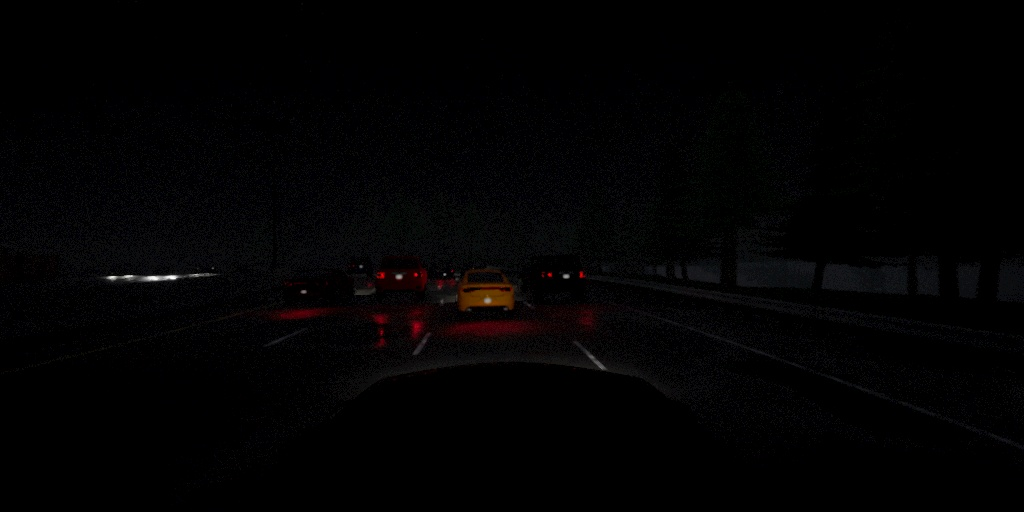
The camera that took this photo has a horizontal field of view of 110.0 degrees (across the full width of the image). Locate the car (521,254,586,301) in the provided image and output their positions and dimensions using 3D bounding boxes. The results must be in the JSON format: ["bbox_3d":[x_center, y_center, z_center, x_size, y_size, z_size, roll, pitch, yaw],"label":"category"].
[{"bbox_3d":[1.796,0.951,17.633,2.150,2.045,5.566,0,0,-10],"label":"car"}]

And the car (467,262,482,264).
[{"bbox_3d":[-3.723,1.280,35.565,1.812,1.442,4.674,0,0,-23],"label":"car"}]

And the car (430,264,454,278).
[{"bbox_3d":[-6.873,1.376,34.177,1.895,1.301,4.718,0,0,-23],"label":"car"}]

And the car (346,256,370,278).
[{"bbox_3d":[-14.563,1.044,34.324,2.150,2.045,5.566,0,0,-25],"label":"car"}]

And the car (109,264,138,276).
[{"bbox_3d":[-44.487,1.568,41.136,1.994,1.385,4.181,0,0,-43],"label":"car"}]

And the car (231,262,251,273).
[{"bbox_3d":[-35.452,1.492,46.866,2.033,1.411,5.357,0,0,-41],"label":"car"}]

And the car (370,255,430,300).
[{"bbox_3d":[-5.426,0.996,18.064,2.150,2.045,5.566,0,0,-12],"label":"car"}]

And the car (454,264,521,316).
[{"bbox_3d":[-1.106,1.228,13.534,1.882,1.535,5.008,0,0,-8],"label":"car"}]

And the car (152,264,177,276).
[{"bbox_3d":[-39.933,1.577,41.321,1.895,1.301,4.718,0,0,-41],"label":"car"}]

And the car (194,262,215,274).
[{"bbox_3d":[-39.046,1.494,45.565,1.812,1.442,4.674,0,0,-42],"label":"car"}]

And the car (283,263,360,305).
[{"bbox_3d":[-8.736,1.274,16.640,1.882,1.535,5.008,0,0,-11],"label":"car"}]
